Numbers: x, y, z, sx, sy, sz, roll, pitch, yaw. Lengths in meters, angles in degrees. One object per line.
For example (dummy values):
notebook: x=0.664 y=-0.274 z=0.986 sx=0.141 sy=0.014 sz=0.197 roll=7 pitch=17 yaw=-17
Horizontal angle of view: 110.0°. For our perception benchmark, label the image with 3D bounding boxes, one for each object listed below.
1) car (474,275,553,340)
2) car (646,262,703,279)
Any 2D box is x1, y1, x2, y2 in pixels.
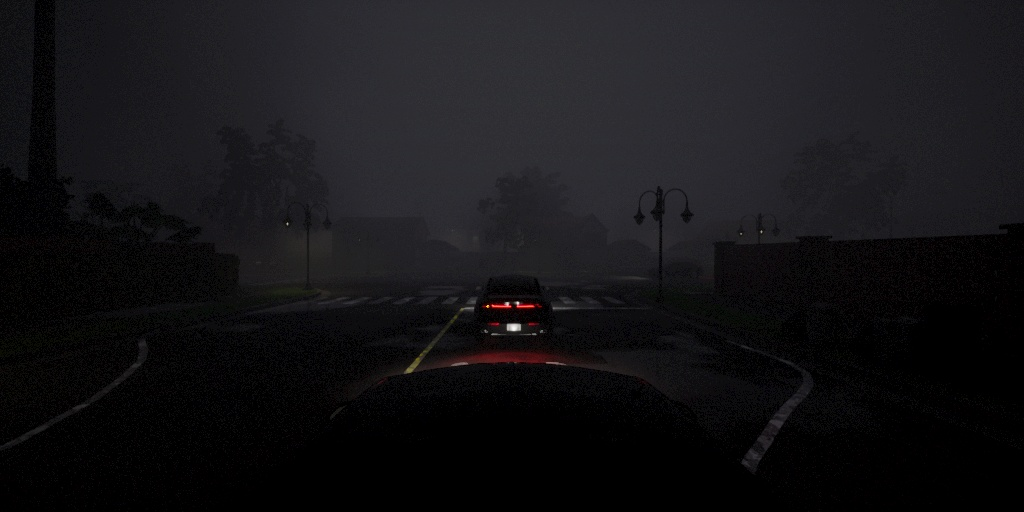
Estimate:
car: x=0.018 y=1.253 z=9.954 sx=1.837 sy=1.490 sz=4.892 roll=0 pitch=0 yaw=-1
car: x=14.932 y=1.273 z=33.003 sx=4.892 sy=1.490 sz=1.837 roll=0 pitch=0 yaw=0
